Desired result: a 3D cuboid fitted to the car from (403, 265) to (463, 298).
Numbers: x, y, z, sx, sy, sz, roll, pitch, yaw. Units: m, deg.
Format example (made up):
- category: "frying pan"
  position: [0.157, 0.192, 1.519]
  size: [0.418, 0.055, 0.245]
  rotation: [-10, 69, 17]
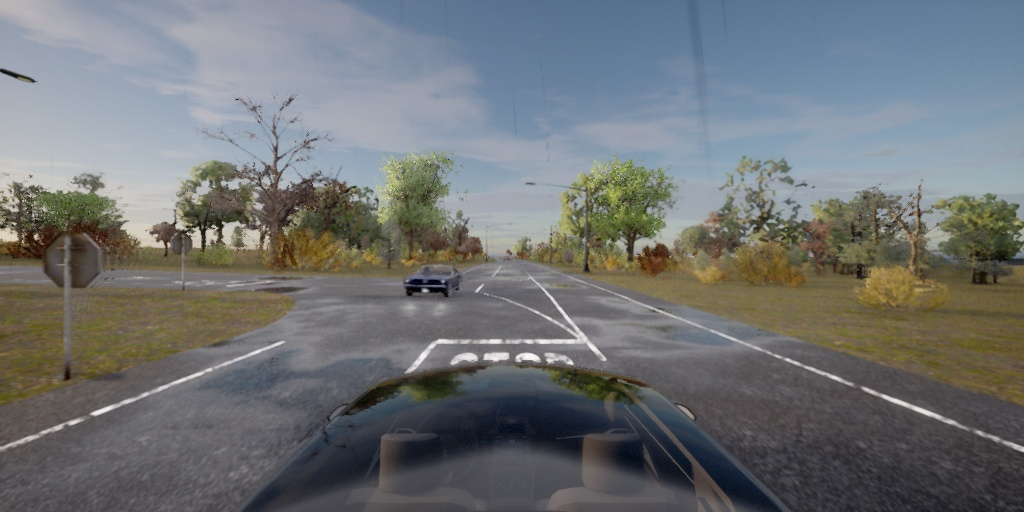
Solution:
- category: "car"
  position: [-3.486, 1.078, 16.581]
  size: [1.895, 1.301, 4.718]
  rotation: [2, 0, 0]
